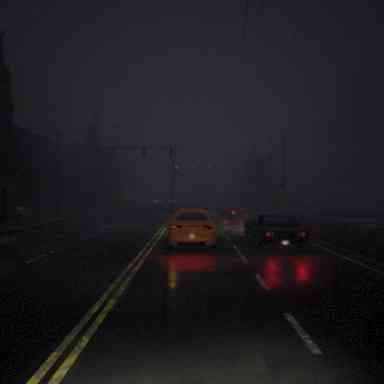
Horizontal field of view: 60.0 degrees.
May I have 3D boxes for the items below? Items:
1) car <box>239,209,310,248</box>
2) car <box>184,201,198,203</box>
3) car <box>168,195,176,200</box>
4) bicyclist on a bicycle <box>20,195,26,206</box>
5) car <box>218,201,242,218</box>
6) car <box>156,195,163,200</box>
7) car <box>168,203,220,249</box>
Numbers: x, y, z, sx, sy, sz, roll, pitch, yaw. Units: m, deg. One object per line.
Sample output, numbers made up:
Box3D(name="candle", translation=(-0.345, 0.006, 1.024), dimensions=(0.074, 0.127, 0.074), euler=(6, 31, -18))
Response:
Box3D(name="car", translation=(3.500, 1.615, 14.680), dimensions=(1.895, 1.301, 4.718), euler=(0, 0, 0))
Box3D(name="car", translation=(-0.126, 1.532, 29.688), dimensions=(1.812, 1.442, 4.674), euler=(0, 0, -1))
Box3D(name="car", translation=(-5.506, 1.531, 92.809), dimensions=(1.994, 1.385, 4.181), euler=(0, 0, -2))
Box3D(name="bicyclist on a bicycle", translation=(-26.165, 1.301, 51.470), dimensions=(0.582, 1.620, 1.656), euler=(0, 0, -1))
Box3D(name="car", translation=(3.373, 1.532, 29.767), dimensions=(1.812, 1.442, 4.674), euler=(0, 0, -1))
Box3D(name="car", translation=(-9.005, 1.479, 92.717), dimensions=(1.837, 1.490, 4.892), euler=(0, 0, -2))
Box3D(name="car", translation=(0.000, 1.484, 14.650), dimensions=(1.882, 1.535, 5.008), euler=(0, 0, 0))
